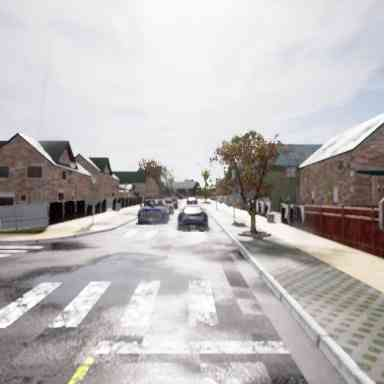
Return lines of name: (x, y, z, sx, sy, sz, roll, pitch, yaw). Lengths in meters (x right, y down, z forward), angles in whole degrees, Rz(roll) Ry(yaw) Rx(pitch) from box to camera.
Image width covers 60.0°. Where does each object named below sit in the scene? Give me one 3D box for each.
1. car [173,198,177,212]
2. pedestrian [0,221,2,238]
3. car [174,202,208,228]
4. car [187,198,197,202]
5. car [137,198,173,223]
car: (-2.901, 1.550, 35.834, 1.837, 1.490, 4.892, 0, 0, 0)
pedestrian: (-9.938, 1.815, 17.058, 0.500, 1.100, 0.500, 0, -2, 5)
car: (0.061, 1.580, 22.448, 1.994, 1.385, 4.181, 0, 0, 0)
car: (0.001, 1.708, 60.286, 1.994, 1.385, 4.181, 0, 0, 0)
car: (-2.890, 1.376, 25.711, 2.097, 1.767, 4.553, 0, 0, 0)
